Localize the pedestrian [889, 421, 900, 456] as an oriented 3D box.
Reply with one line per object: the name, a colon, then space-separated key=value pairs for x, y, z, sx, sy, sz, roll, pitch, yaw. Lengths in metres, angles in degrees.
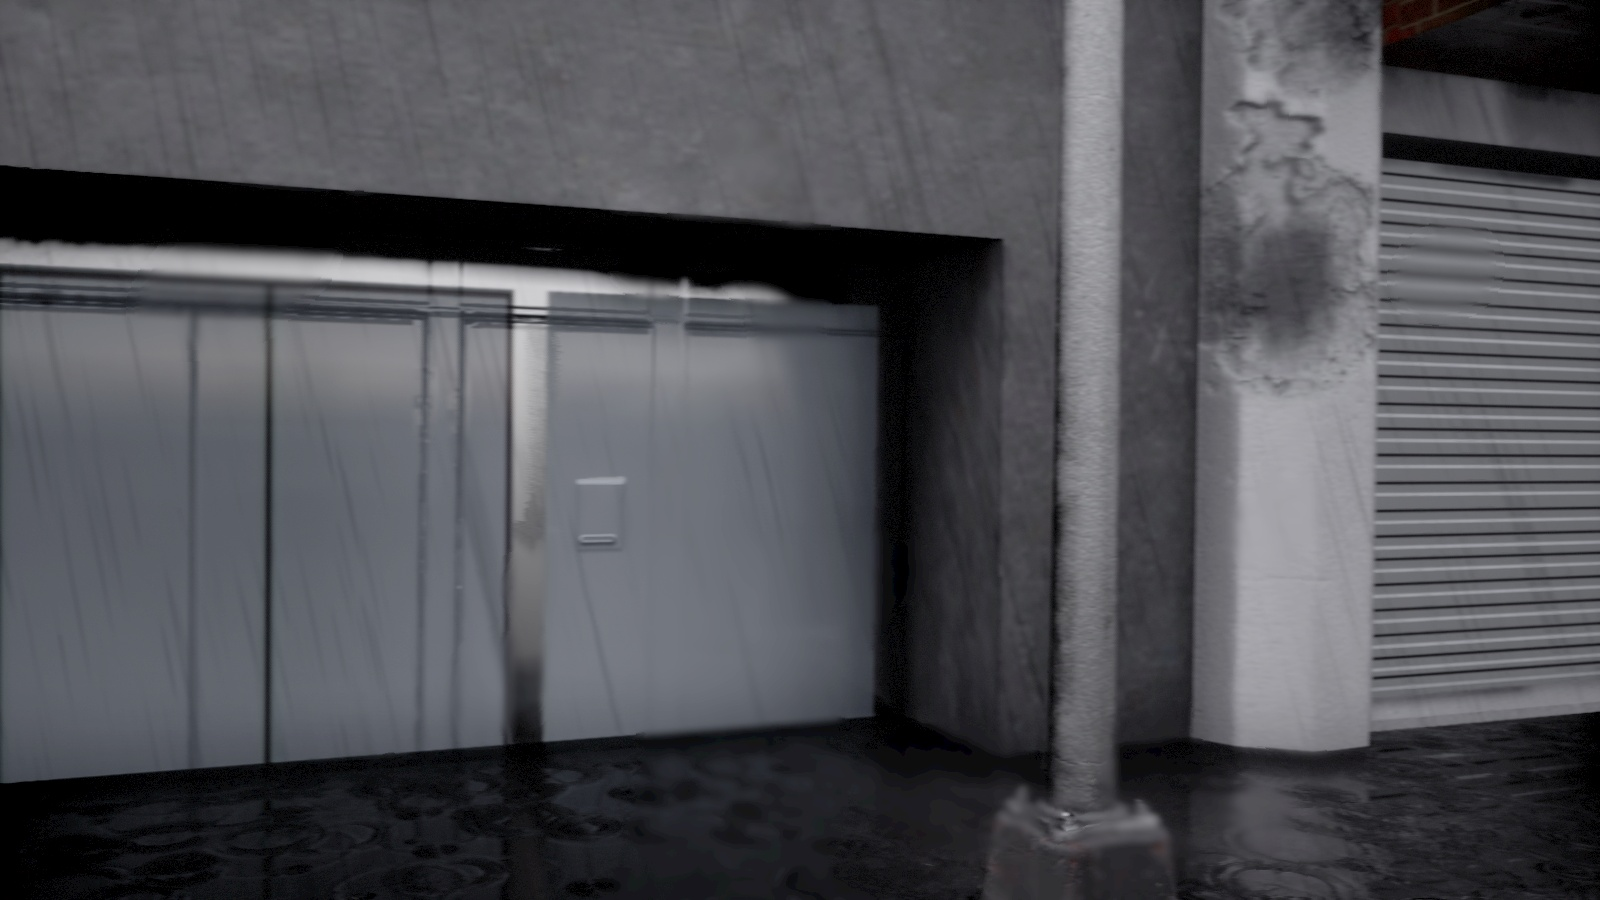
pedestrian: x=5.030 y=-0.635 z=66.843 sx=0.331 sy=1.846 sz=0.634 roll=-1 pitch=1 yaw=-22
